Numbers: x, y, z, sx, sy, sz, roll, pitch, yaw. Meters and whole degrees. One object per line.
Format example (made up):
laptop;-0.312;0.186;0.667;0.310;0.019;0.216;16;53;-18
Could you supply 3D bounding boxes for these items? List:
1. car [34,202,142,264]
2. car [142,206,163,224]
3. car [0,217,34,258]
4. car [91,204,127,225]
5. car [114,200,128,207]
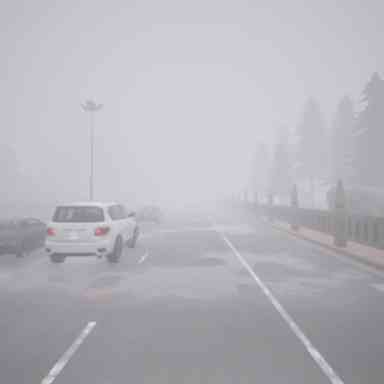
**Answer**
car;-3.493;1.362;12.555;2.150;2.045;5.566;0;0;0
car;-3.493;1.846;27.495;2.033;1.411;5.357;0;-1;0
car;-6.981;1.712;13.490;1.994;1.385;4.181;0;-1;0
car;-6.984;1.816;28.506;1.837;1.490;4.892;0;0;0
car;-14.004;2.267;65.683;1.994;1.385;4.181;0;-1;0
